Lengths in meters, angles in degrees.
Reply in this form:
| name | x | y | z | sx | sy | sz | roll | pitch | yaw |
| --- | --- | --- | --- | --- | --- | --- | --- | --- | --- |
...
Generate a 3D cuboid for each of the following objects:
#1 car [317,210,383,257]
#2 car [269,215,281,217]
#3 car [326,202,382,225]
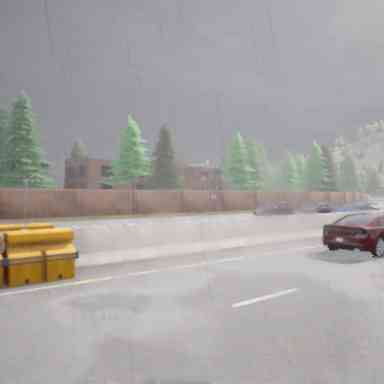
| name | x | y | z | sx | sy | sz | roll | pitch | yaw |
| --- | --- | --- | --- | --- | --- | --- | --- | --- | --- |
| car | 7.283 | 1.556 | 13.346 | 5.008 | 1.535 | 1.882 | 0 | 0 | -36 |
| car | 7.868 | 1.637 | 31.285 | 4.902 | 1.511 | 2.128 | 0 | 0 | -36 |
| car | 12.847 | 1.626 | 26.247 | 5.008 | 1.535 | 1.882 | 0 | 0 | -36 |
